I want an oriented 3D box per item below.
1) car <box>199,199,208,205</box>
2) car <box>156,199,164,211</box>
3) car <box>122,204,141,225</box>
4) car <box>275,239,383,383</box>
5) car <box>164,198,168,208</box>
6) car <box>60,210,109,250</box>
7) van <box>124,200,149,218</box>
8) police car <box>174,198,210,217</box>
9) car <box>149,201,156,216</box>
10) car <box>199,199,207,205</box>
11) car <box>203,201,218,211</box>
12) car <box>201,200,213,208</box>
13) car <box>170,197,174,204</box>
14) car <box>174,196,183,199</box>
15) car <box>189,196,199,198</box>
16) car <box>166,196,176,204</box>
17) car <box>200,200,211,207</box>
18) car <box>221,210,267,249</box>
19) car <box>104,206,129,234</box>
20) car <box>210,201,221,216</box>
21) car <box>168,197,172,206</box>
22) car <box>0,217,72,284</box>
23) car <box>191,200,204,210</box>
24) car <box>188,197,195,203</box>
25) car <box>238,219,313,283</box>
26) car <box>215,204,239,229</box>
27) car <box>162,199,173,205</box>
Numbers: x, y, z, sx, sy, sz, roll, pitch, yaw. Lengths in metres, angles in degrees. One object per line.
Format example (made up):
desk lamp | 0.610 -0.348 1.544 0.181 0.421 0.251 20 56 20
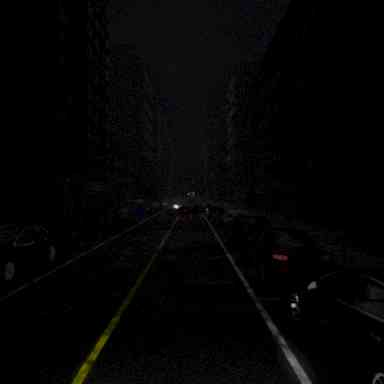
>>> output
car | 2.579 2.207 74.801 1.752 1.417 4.829 0 0 0
car | -5.426 1.964 47.401 1.752 1.417 4.829 0 -1 0
car | -5.409 1.825 25.921 1.802 1.307 4.206 0 -1 0
car | 2.633 1.607 4.268 1.947 1.339 4.313 0 -1 0
car | -5.430 2.055 52.983 1.947 1.339 4.313 0 -1 0
car | -5.401 1.709 15.096 1.947 1.339 4.313 0 -1 0
van | -5.413 1.634 31.336 1.690 1.788 3.998 0 -1 0
police car | 0.108 1.757 35.705 1.930 1.638 5.238 -1 -1 17
car | -5.417 1.782 36.747 1.967 1.590 4.097 0 -1 0
car | 2.574 2.308 80.043 1.802 1.307 4.206 0 0 0
car | 2.599 1.991 47.568 2.008 1.369 4.403 0 -1 0
car | 2.591 2.104 58.393 1.947 1.339 4.313 0 -1 0
car | -5.442 2.185 69.221 2.008 1.369 4.403 0 0 0
car | -2.807 2.179 71.785 2.128 1.511 4.902 0 0 0
car | -0.056 2.043 71.166 1.994 1.385 4.181 0 0 0
car | -5.455 2.087 85.461 2.192 1.841 5.009 0 0 0
car | 2.587 2.153 63.805 1.947 1.339 4.313 0 0 0
car | 2.625 1.709 15.093 1.947 1.339 4.313 0 -1 0
car | -5.405 1.759 20.509 1.947 1.339 4.313 0 -1 0
car | 2.608 1.893 36.743 2.008 1.369 4.403 0 -1 0
car | -5.438 2.169 63.808 1.802 1.307 4.206 0 -1 0
car | -5.396 1.643 9.684 2.008 1.369 4.403 0 -1 0
car | 0.784 2.000 51.270 1.812 1.442 4.674 0 -1 0
car | -0.068 2.092 85.815 1.882 1.535 5.008 0 0 0
car | 2.629 1.674 9.681 1.802 1.307 4.206 0 -1 0
car | 2.620 1.720 20.676 1.752 1.417 4.829 0 -1 0
car | -5.446 2.231 74.634 2.008 1.369 4.403 0 0 0
